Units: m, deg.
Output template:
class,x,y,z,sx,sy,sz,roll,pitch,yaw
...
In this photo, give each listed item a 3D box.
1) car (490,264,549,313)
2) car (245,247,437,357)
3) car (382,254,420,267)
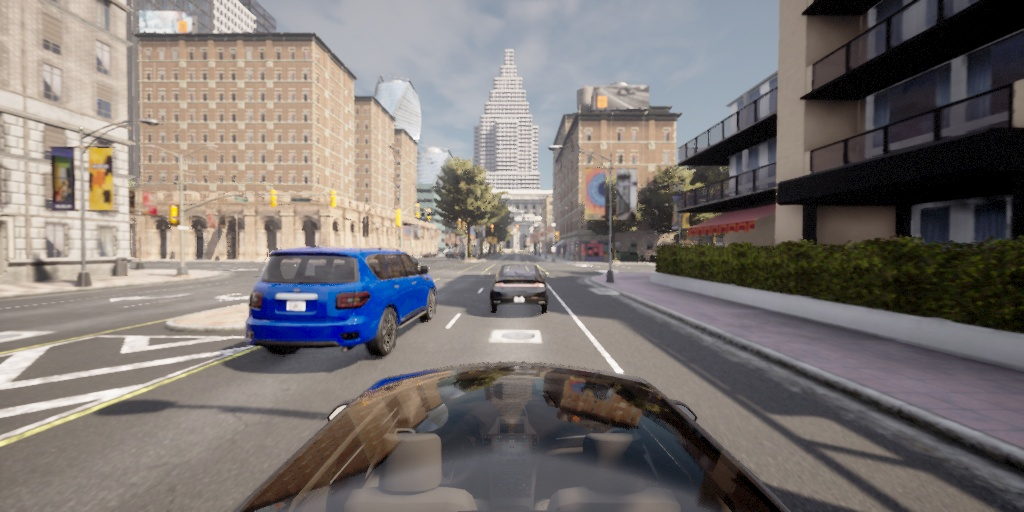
class,x,y,z,sx,sy,sz,roll,pitch,yaw
car,0.253,1.028,12.874,2.128,1.511,4.902,0,1,1
car,-3.330,0.826,8.295,2.150,2.045,5.566,0,1,1
car,-12.655,0.493,40.885,4.181,1.385,1.994,1,1,36
